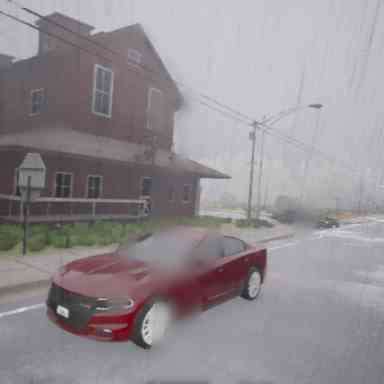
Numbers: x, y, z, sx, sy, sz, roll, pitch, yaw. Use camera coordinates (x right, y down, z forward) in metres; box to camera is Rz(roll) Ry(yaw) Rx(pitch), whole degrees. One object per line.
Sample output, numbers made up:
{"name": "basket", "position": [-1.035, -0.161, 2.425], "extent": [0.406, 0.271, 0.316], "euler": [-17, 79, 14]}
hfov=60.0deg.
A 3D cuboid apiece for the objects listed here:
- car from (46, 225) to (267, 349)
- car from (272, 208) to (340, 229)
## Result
{"name": "car", "position": [-0.241, 1.441, 6.505], "extent": [1.882, 1.535, 5.008], "euler": [4, 0, 37]}
{"name": "car", "position": [8.957, 2.053, 26.821], "extent": [2.033, 1.411, 5.357], "euler": [4, 0, -39]}
